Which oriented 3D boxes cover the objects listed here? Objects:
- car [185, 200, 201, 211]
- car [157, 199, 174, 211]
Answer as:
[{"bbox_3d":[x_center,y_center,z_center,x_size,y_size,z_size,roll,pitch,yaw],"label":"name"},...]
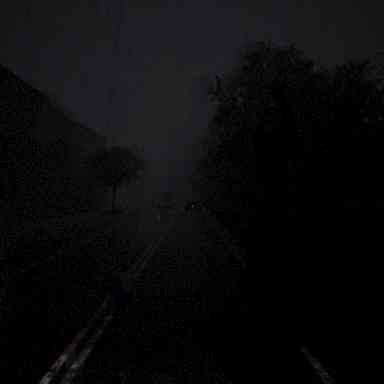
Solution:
[{"bbox_3d":[0.097,1.630,41.024,1.994,1.385,4.181,0,0,0],"label":"car"},{"bbox_3d":[-3.341,1.597,42.858,1.812,1.442,4.674,0,0,0],"label":"car"}]
